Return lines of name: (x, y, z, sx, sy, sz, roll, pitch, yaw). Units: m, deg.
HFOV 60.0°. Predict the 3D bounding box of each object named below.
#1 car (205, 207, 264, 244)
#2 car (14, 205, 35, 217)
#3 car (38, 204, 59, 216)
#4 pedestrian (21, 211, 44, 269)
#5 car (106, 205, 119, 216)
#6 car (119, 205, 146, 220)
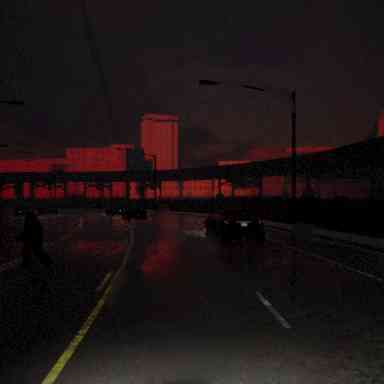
car: (2.030, 1.555, 17.120, 2.097, 1.767, 4.553, 0, -1, -9)
car: (-22.132, 2.483, 43.892, 1.882, 1.535, 5.008, 0, -2, -35)
car: (-20.799, 2.557, 48.009, 1.882, 1.535, 5.008, 0, -2, -38)
pedestrian: (-4.672, 1.370, 9.759, 0.375, 1.860, 0.375, -1, 0, -6)
car: (-10.097, 2.444, 44.304, 1.994, 1.385, 4.181, 0, -1, -27)
car: (-6.148, 2.127, 35.125, 1.882, 1.535, 5.008, 0, -1, -19)
